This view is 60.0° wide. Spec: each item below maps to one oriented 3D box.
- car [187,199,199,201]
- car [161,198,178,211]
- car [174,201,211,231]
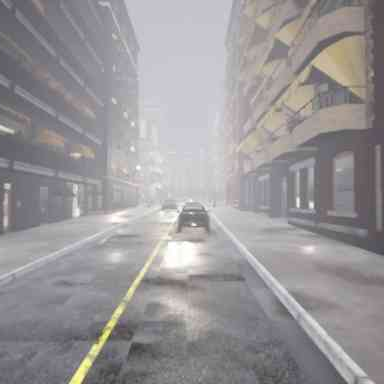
[{"bbox_3d":[0.087,1.538,39.271,2.128,1.511,4.902,0,0,0],"label":"car"},{"bbox_3d":[-2.774,1.530,41.729,1.882,1.535,5.008,0,0,0],"label":"car"},{"bbox_3d":[0.095,1.521,20.453,1.837,1.490,4.892,0,0,0],"label":"car"}]
